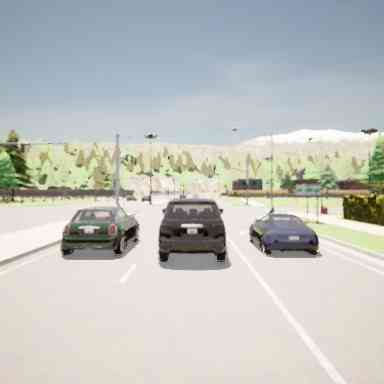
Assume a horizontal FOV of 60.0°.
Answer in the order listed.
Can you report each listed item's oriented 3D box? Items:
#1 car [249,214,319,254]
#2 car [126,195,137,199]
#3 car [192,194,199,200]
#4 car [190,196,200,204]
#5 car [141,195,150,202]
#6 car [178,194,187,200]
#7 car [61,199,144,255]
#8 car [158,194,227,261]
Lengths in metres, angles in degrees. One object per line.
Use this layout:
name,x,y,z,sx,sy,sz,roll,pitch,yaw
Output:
car,3.543,1.556,13.467,1.994,1.385,4.181,0,0,1
car,-14.222,1.501,78.043,1.994,1.385,4.181,0,0,1
car,0.974,1.252,90.773,1.882,1.535,5.008,0,0,1
car,0.586,1.483,65.346,1.812,1.442,4.674,0,0,1
car,-10.722,1.488,78.006,2.033,1.411,5.357,0,0,1
car,-2.526,1.299,90.824,2.128,1.511,4.902,0,0,1
car,-3.458,1.343,13.374,2.097,1.767,4.553,0,0,1
car,0.030,1.215,12.358,2.150,2.045,5.566,0,0,0
